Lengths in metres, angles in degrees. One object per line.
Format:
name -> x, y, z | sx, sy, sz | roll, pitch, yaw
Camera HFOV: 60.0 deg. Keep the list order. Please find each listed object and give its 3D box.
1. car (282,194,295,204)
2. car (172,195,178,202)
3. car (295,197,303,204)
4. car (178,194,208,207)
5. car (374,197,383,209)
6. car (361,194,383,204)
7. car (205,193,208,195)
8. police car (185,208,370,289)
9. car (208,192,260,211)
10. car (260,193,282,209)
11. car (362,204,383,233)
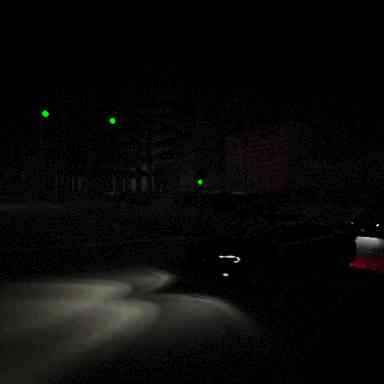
car -> 14.766, 1.145, 56.684 | 1.932, 1.855, 4.605 | 0, 0, -29
car -> -2.285, 1.380, 64.331 | 1.970, 1.475, 3.806 | 0, 0, -29
car -> 17.323, 1.355, 58.046 | 1.784, 1.438, 3.905 | 0, 0, -29
car -> 0.073, 1.384, 48.338 | 1.970, 1.475, 3.806 | 0, 0, -29
car -> 25.887, 1.393, 42.822 | 1.970, 1.475, 3.806 | 0, 0, -29
car -> 23.356, 1.153, 41.415 | 1.905, 1.878, 3.866 | 0, 0, -29
car -> 2.556, 1.139, 67.104 | 1.932, 1.855, 4.605 | 0, 0, -29
police car -> 2.311, 1.424, 9.172 | 5.238, 1.638, 1.930 | 0, 0, -29
car -> 3.710, 1.147, 30.412 | 1.932, 1.855, 4.605 | 0, 0, -29
car -> 6.260, 1.151, 31.781 | 1.905, 1.878, 3.866 | 0, 0, -29
car -> 11.050, 1.546, 18.209 | 5.357, 1.411, 2.033 | 0, 0, -28
